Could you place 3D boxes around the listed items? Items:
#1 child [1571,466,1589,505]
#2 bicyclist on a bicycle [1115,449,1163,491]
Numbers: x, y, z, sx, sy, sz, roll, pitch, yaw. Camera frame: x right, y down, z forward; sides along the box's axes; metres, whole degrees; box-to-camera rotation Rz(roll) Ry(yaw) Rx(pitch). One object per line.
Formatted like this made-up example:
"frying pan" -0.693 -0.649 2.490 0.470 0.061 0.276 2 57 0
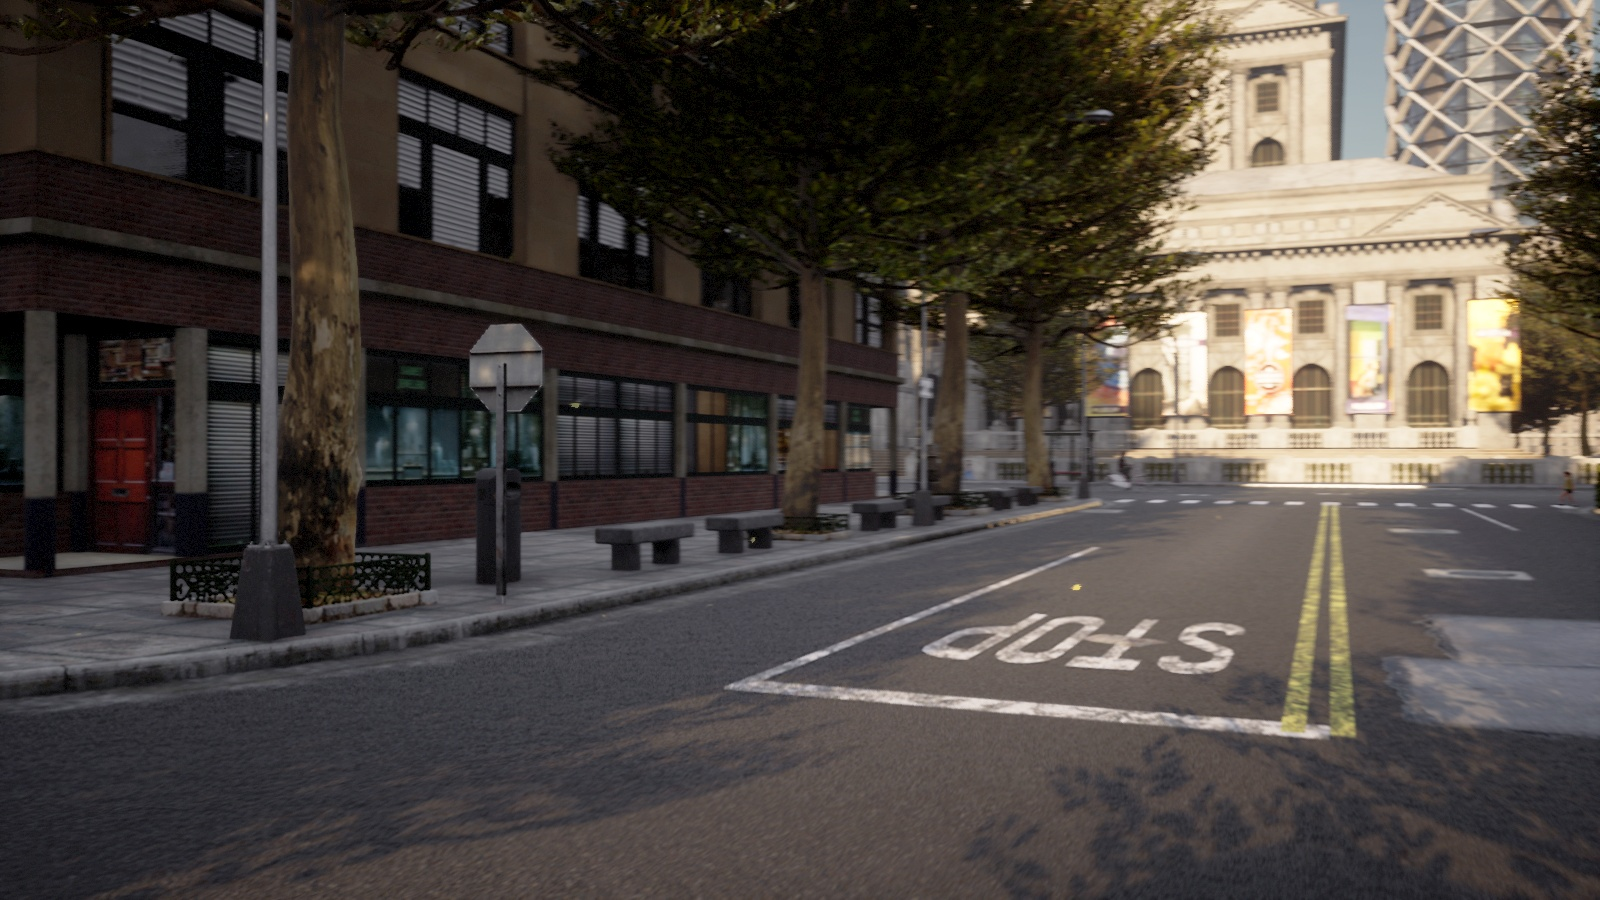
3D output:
"child" 22.807 1.033 36.726 0.394 1.110 0.255 0 0 25
"bicyclist on a bicycle" 14.338 0.844 53.114 1.843 1.776 0.659 -1 0 24
